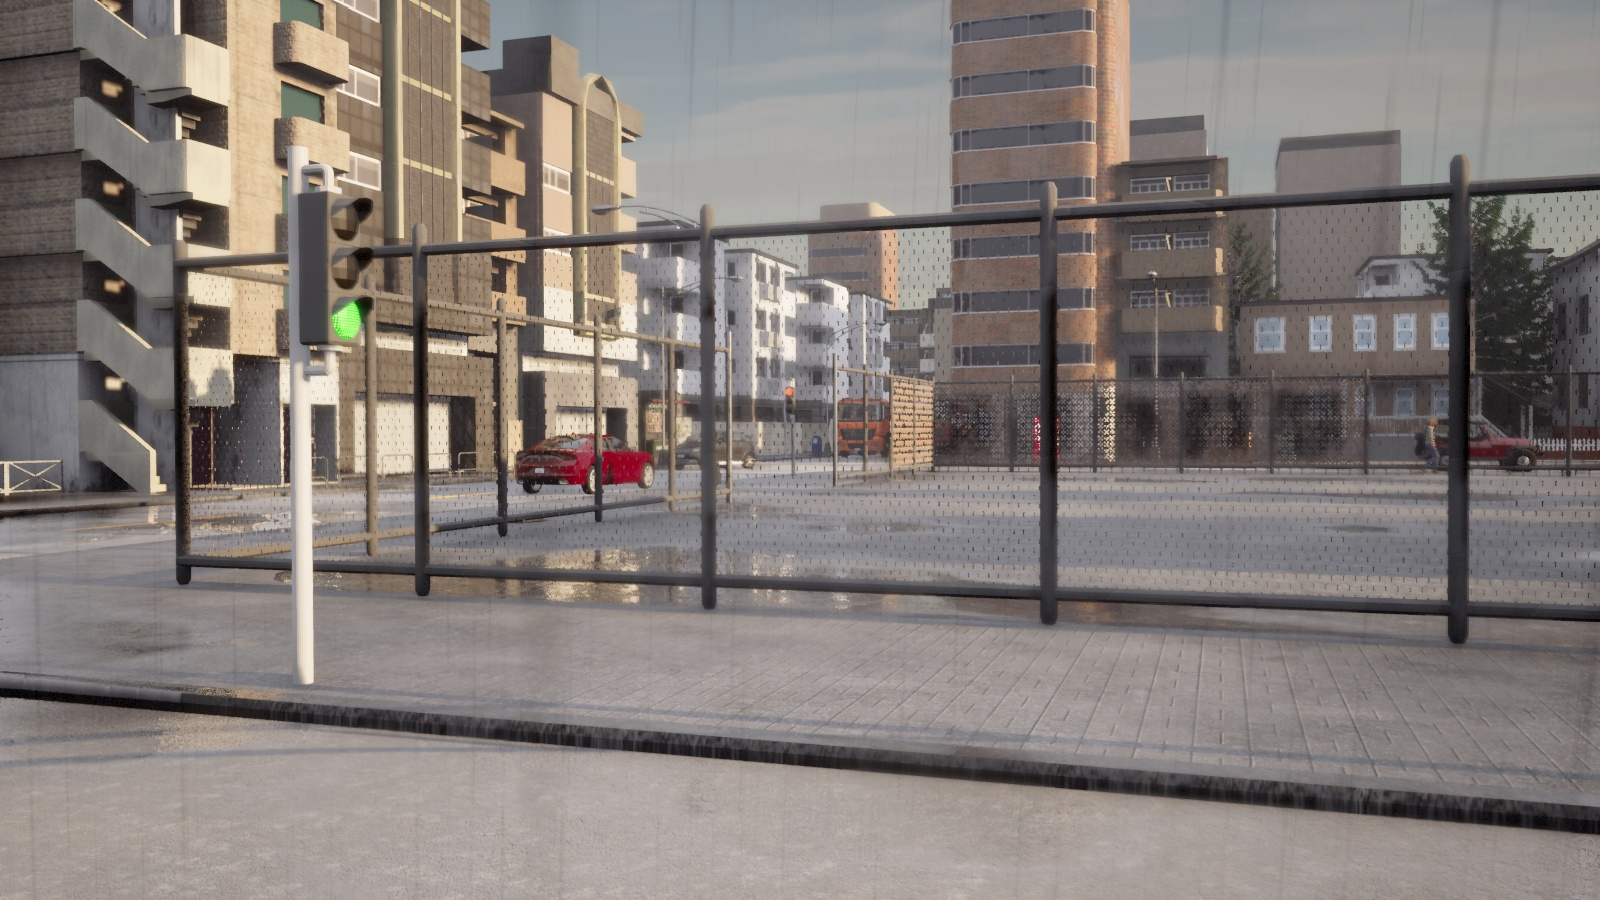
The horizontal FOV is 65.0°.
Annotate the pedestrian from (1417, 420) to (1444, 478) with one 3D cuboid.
[{"bbox_3d":[20.138,-0.030,40.112,0.706,1.836,0.354,1,1,21],"label":"pedestrian"}]

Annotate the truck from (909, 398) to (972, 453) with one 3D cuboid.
[{"bbox_3d":[10.383,-1.776,92.243,2.891,3.827,8.468,1,1,18],"label":"truck"}]

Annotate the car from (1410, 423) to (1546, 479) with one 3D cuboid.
[{"bbox_3d":[23.479,0.012,43.646,3.866,1.878,1.905,1,1,19],"label":"car"}]

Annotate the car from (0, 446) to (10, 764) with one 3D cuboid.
[{"bbox_3d":[-5.771,0.728,5.666,3.633,1.501,1.845,1,1,19],"label":"car"}]

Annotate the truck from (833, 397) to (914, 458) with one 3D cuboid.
[{"bbox_3d":[4.478,-1.336,74.755,2.891,3.462,7.936,1,1,18],"label":"truck"}]

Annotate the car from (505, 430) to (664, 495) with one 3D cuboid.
[{"bbox_3d":[-5.473,0.262,32.603,1.882,1.535,5.008,1,1,19],"label":"car"}]

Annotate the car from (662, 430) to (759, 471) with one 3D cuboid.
[{"bbox_3d":[-3.498,-0.004,49.685,1.789,1.549,3.705,0,1,38],"label":"car"}]

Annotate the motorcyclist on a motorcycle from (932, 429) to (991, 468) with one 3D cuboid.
[{"bbox_3d":[6.908,-0.057,53.679,2.350,1.649,0.766,0,0,27],"label":"motorcyclist on a motorcycle"}]
